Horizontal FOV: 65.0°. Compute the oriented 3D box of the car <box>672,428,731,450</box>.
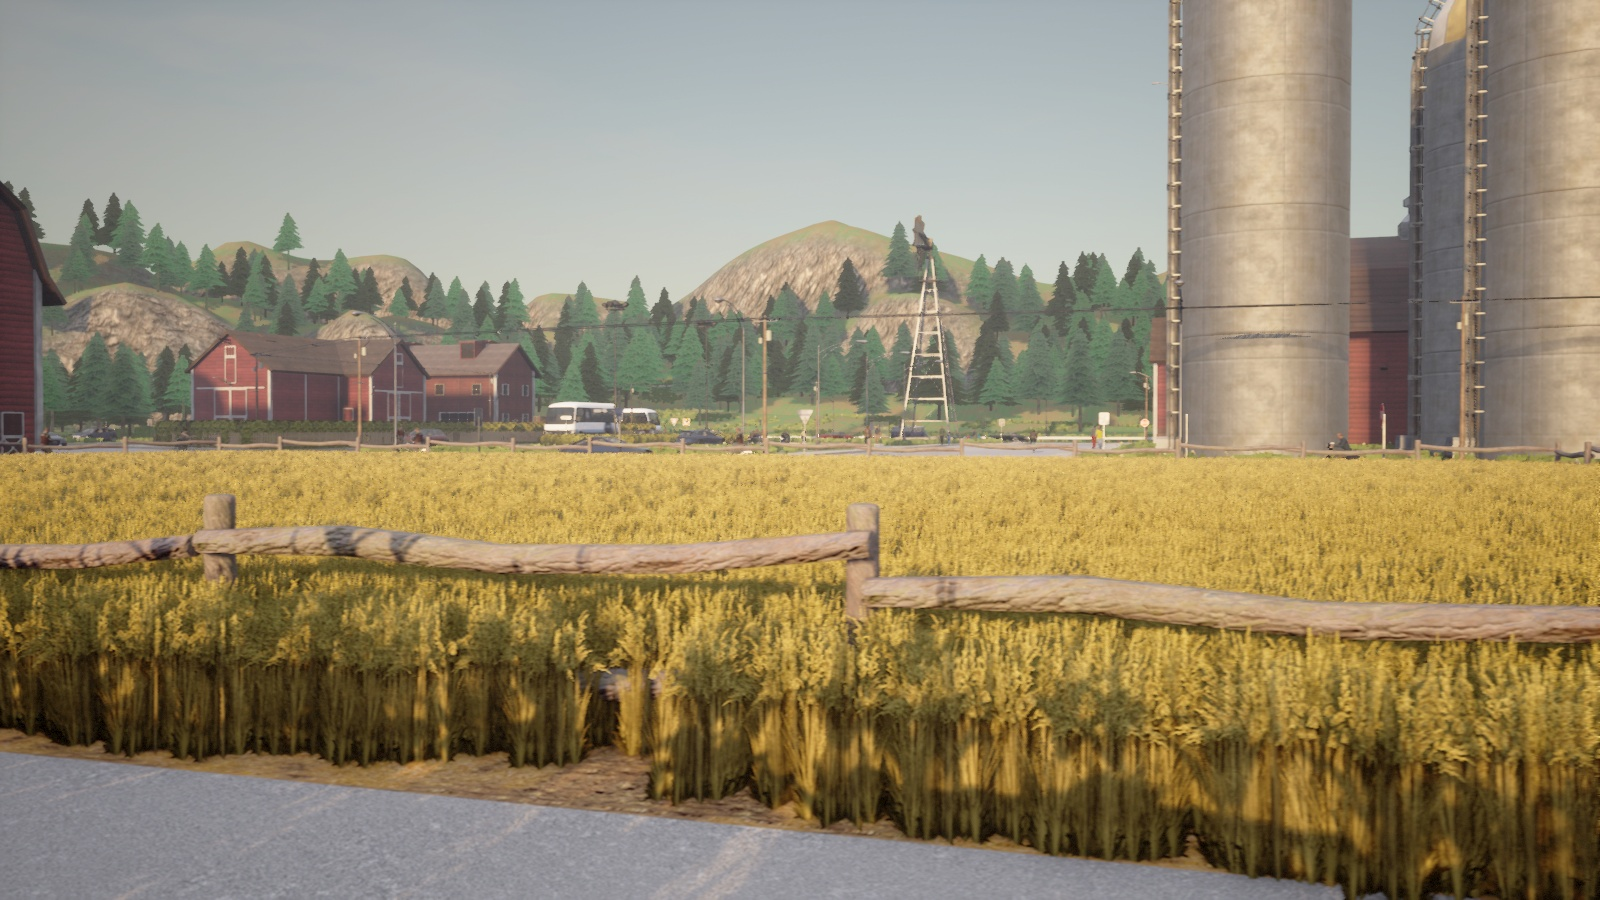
[{"bbox_3d":[-7.765,-0.873,99.052,2.033,1.649,4.856,2,1,34],"label":"car"}]

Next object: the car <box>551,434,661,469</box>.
[{"bbox_3d":[-8.325,0.044,53.994,4.181,1.385,1.994,1,1,18],"label":"car"}]
